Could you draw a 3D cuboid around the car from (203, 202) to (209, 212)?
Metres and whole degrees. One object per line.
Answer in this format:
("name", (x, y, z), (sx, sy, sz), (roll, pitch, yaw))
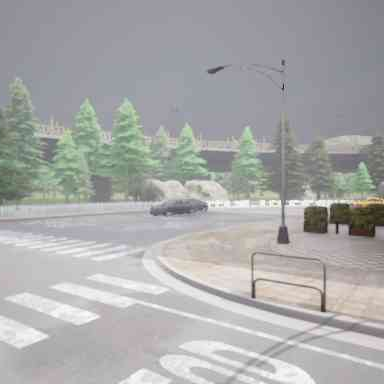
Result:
("car", (-0.323, 1.463, 35.663), (4.674, 1.442, 1.812), (0, 0, -37))

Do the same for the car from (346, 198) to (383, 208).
("car", (21.146, 1.420, 39.705), (5.008, 1.535, 1.882), (0, 0, 1))

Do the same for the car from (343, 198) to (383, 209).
("car", (22.175, 1.507, 43.139), (4.181, 1.385, 1.994), (0, 0, 2))

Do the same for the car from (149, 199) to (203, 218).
("car", (-1.610, 1.443, 29.880), (1.837, 1.490, 4.892), (-1, -1, 45))
